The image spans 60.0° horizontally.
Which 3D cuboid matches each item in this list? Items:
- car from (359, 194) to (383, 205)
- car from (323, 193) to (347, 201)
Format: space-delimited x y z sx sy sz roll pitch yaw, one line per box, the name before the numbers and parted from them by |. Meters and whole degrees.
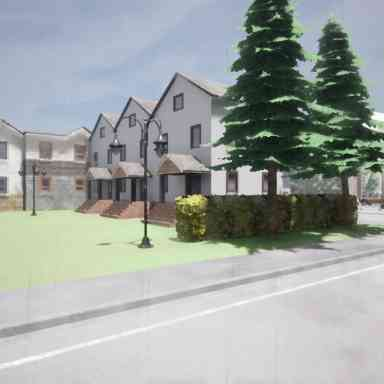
car | 27.287 1.097 49.291 1.932 1.855 4.605 0 0 -36
car | 32.154 1.097 74.745 1.932 1.855 4.605 0 0 -36
